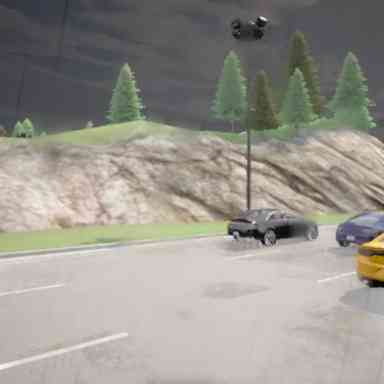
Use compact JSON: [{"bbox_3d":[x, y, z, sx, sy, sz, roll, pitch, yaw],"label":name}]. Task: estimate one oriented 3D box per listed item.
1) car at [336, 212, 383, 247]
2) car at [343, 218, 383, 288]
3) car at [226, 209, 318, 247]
[{"bbox_3d":[7.769,1.549,13.746,4.674,1.442,1.812,0,0,-36],"label":"car"},{"bbox_3d":[5.993,1.493,8.109,5.008,1.535,1.882,0,0,-36],"label":"car"},{"bbox_3d":[3.786,1.513,15.158,4.902,1.511,2.128,0,0,-36],"label":"car"}]
